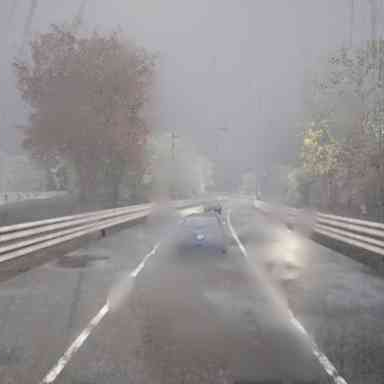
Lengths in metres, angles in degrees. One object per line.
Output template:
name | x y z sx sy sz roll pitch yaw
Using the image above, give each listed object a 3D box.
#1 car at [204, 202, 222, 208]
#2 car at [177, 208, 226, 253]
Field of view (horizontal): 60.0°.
car | 2.476 1.770 37.913 1.895 1.301 4.718 0 0 7
car | 0.439 1.608 13.939 2.033 1.411 5.357 0 0 3
